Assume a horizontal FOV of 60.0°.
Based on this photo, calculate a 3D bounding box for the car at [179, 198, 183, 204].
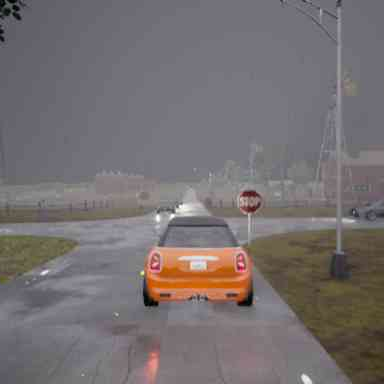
[{"bbox_3d":[-2.718,1.646,47.141,2.033,1.411,5.357,0,0,1],"label":"car"}]

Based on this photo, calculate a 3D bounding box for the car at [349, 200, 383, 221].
[{"bbox_3d":[13.563,1.252,23.822,4.181,1.385,1.994,-1,1,-1],"label":"car"}]

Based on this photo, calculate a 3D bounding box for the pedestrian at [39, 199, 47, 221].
[{"bbox_3d":[-12.086,1.449,27.029,0.375,1.860,0.375,0,2,0],"label":"pedestrian"}]

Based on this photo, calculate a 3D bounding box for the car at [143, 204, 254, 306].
[{"bbox_3d":[0.120,1.349,8.151,2.097,1.767,4.553,0,0,0],"label":"car"}]

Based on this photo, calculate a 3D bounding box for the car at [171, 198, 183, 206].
[{"bbox_3d":[-2.637,1.760,59.161,1.994,1.385,4.181,0,-1,0],"label":"car"}]

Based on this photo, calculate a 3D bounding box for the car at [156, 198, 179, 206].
[{"bbox_3d":[-2.750,1.549,36.596,1.837,1.490,4.892,0,0,0],"label":"car"}]
